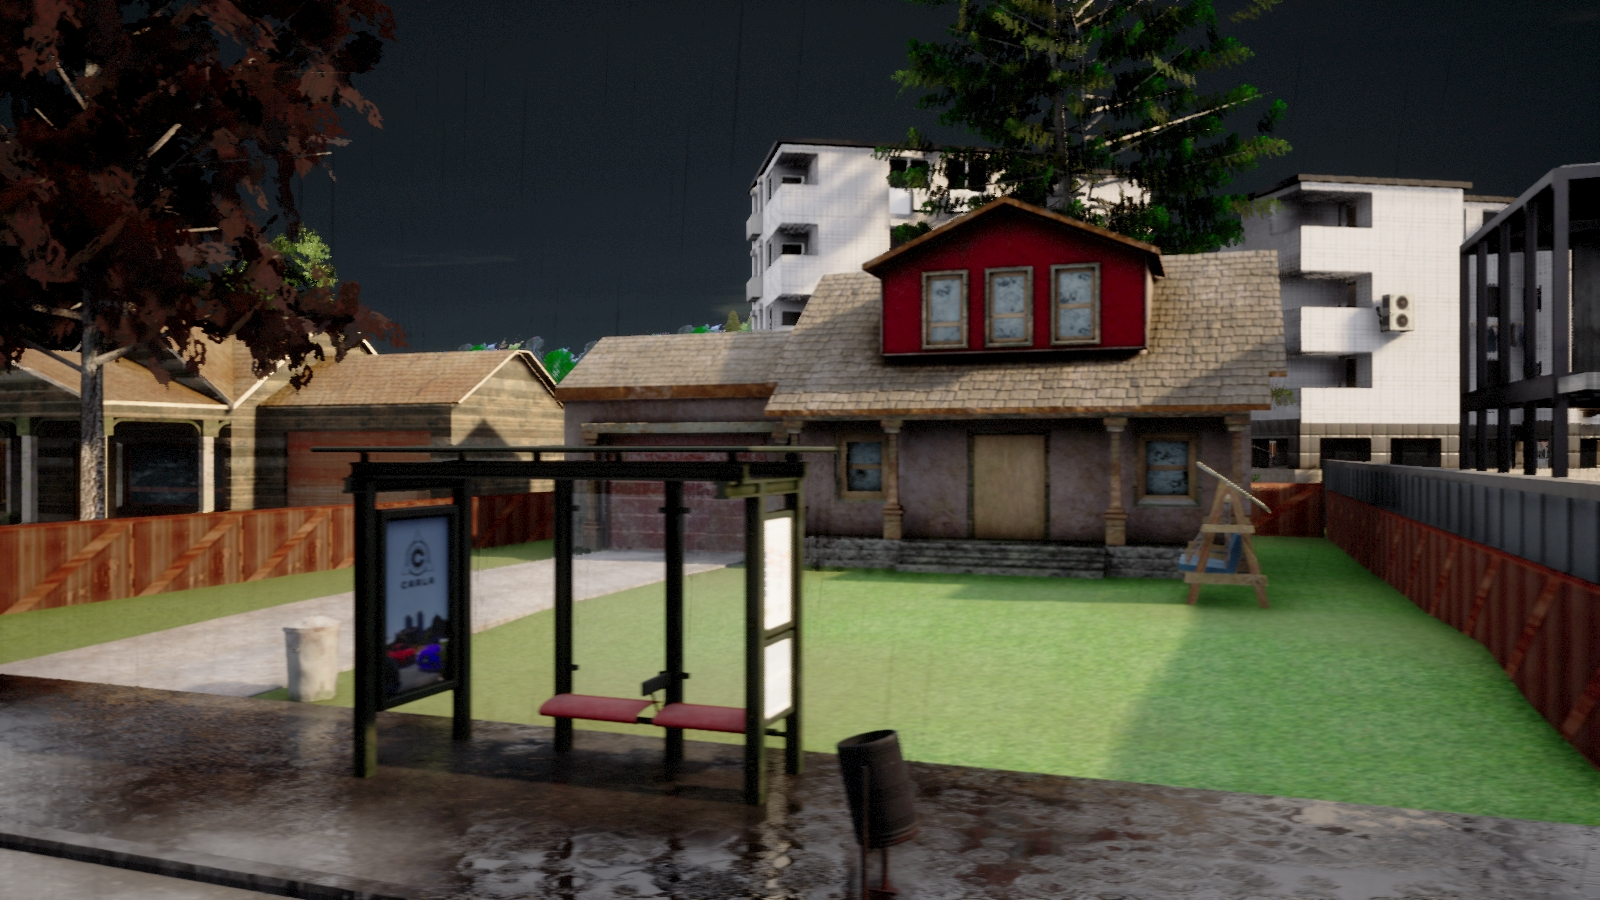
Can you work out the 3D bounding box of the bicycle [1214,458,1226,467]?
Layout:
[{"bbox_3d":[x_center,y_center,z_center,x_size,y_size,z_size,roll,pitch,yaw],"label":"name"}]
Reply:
[{"bbox_3d":[70.231,2.061,191.154,1.835,1.471,0.329,0,0,20],"label":"bicycle"}]
